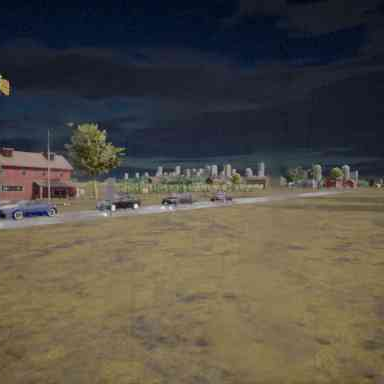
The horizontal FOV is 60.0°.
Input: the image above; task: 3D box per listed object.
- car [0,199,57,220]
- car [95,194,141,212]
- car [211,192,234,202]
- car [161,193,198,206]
[{"bbox_3d":[-12.369,1.267,25.014,1.994,1.385,4.181,1,2,34],"label":"car"},{"bbox_3d":[-7.093,1.028,32.298,1.837,1.490,4.892,1,2,36],"label":"car"},{"bbox_3d":[4.446,0.682,48.187,1.994,1.385,4.181,1,2,36],"label":"car"},{"bbox_3d":[-1.374,0.871,40.191,2.033,1.411,5.357,1,2,36],"label":"car"}]
